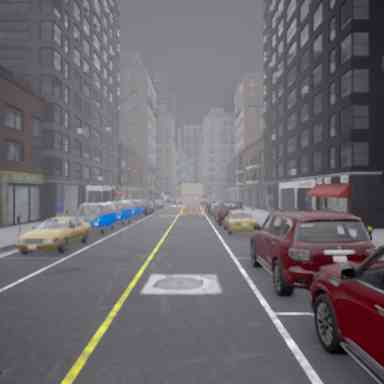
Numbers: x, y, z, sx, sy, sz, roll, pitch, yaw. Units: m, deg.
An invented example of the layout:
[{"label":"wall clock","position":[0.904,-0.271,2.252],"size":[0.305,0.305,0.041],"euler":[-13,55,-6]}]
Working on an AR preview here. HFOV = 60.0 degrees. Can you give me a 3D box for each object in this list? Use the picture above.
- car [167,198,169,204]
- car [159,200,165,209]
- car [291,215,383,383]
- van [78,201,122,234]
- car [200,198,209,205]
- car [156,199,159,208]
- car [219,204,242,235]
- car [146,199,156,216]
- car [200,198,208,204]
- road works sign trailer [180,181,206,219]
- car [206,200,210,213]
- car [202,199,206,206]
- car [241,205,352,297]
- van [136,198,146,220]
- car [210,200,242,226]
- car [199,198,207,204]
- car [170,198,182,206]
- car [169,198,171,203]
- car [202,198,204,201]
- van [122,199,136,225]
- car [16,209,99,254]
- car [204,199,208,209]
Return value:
[{"label":"car","position":[-5.665,2.106,59.067],"size":[1.802,1.307,4.206],"euler":[-1,0,0]},{"label":"car","position":[-5.668,1.917,53.482],"size":[1.967,1.590,4.097],"euler":[-1,0,0]},{"label":"car","position":[2.847,1.346,3.211],"size":[2.192,1.841,5.009],"euler":[-1,-1,0]},{"label":"van","position":[-5.675,1.525,19.969],"size":[1.690,1.788,3.998],"euler":[-1,-1,0]},{"label":"car","position":[2.880,2.188,75.993],"size":[1.752,1.417,4.829],"euler":[-1,0,0]},{"label":"car","position":[-5.670,1.821,42.311],"size":[1.967,1.590,4.097],"euler":[-1,0,0]},{"label":"car","position":[2.857,1.711,20.136],"size":[1.752,1.417,4.829],"euler":[-1,-1,0]},{"label":"car","position":[-5.673,1.647,36.727],"size":[2.192,1.841,5.009],"euler":[-1,-1,0]},{"label":"car","position":[2.883,2.272,81.408],"size":[1.947,1.339,4.313],"euler":[-1,0,0]},{"label":"road works sign trailer","position":[0.012,0.755,31.980],"size":[2.380,3.560,2.880],"euler":[0,-1,0]},{"label":"car","position":[2.863,1.859,36.893],"size":[1.752,1.417,4.829],"euler":[-1,0,0]},{"label":"car","position":[2.869,1.994,47.894],"size":[1.947,1.339,4.313],"euler":[-1,0,0]},{"label":"car","position":[2.849,1.398,8.797],"size":[2.192,1.841,5.009],"euler":[-1,-1,0]},{"label":"van","position":[-5.673,1.625,31.141],"size":[1.690,1.788,3.998],"euler":[-1,-1,0]},{"label":"car","position":[2.856,1.549,25.553],"size":[2.192,1.841,5.009],"euler":[-1,-1,0]},{"label":"car","position":[2.885,2.333,86.994],"size":[1.802,1.307,4.206],"euler":[-1,0,0]},{"label":"car","position":[-2.987,2.154,71.791],"size":[2.128,1.511,4.902],"euler":[0,0,0]},{"label":"car","position":[-5.660,2.296,86.994],"size":[1.887,1.381,4.507],"euler":[-1,0,0]},{"label":"car","position":[2.871,2.027,53.480],"size":[2.008,1.369,4.403],"euler":[-1,0,0]},{"label":"van","position":[-5.674,1.575,25.556],"size":[1.690,1.788,3.998],"euler":[-1,-1,0]},{"label":"car","position":[-5.674,1.658,14.212],"size":[1.752,1.417,4.829],"euler":[-1,-1,0]},{"label":"car","position":[2.866,1.946,42.308],"size":[1.947,1.339,4.313],"euler":[-1,0,0]}]
